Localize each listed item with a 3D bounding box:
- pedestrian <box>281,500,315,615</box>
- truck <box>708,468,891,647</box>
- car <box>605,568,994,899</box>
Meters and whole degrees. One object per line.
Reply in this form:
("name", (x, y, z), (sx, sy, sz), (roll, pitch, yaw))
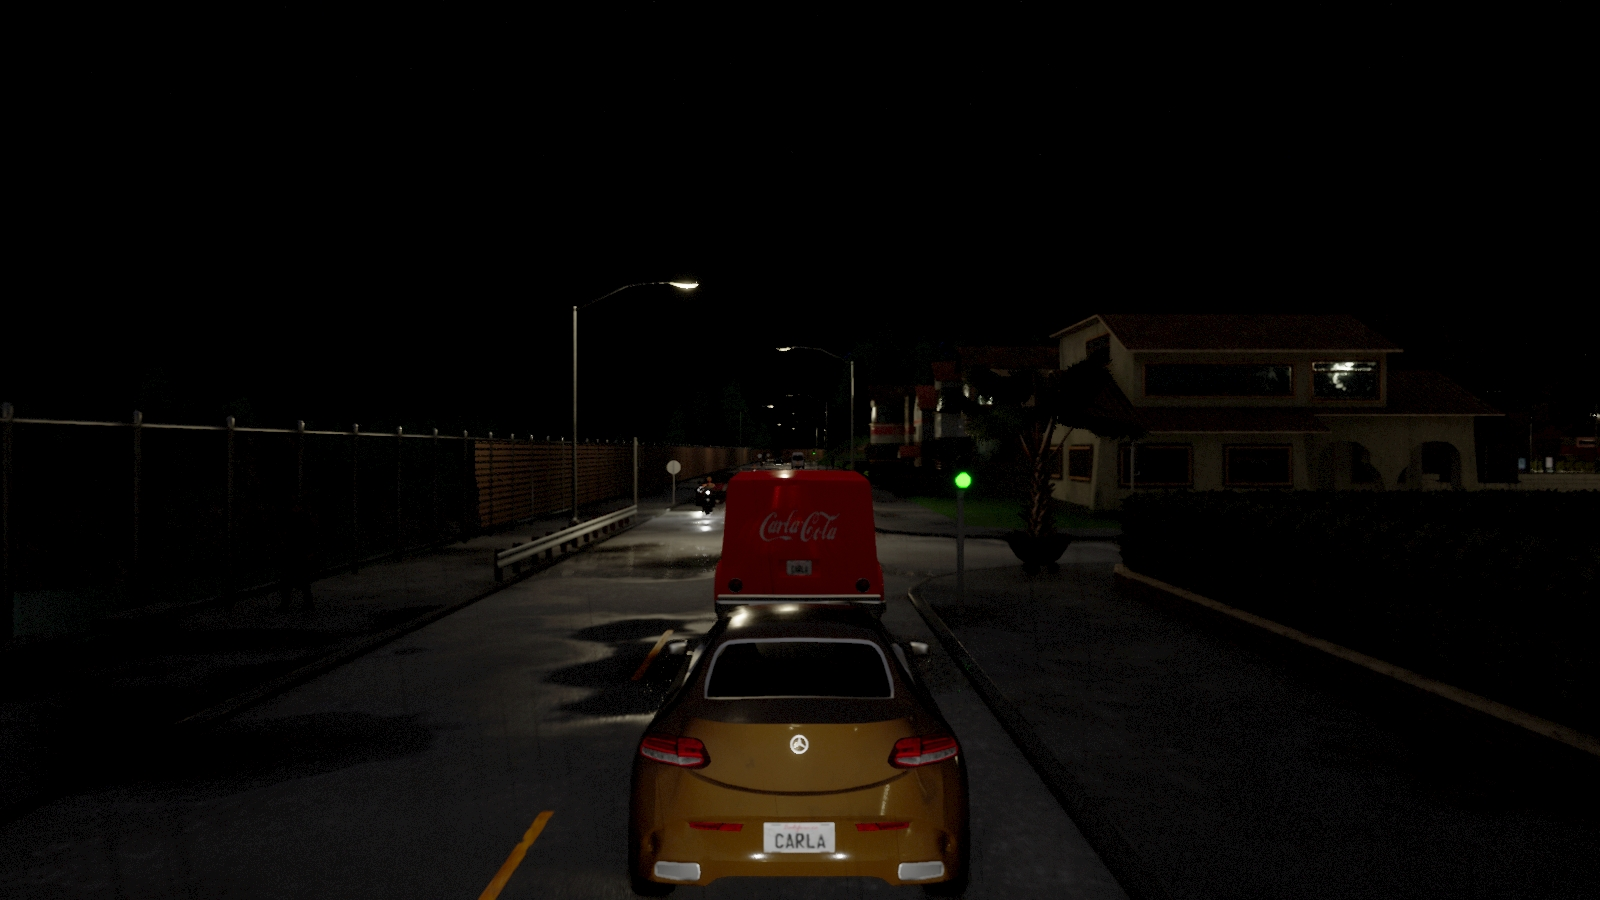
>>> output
("pedestrian", (-8.279, 1.759, 18.838), (0.375, 1.860, 0.375), (0, 0, 9))
("truck", (-0.020, 1.583, 18.929), (2.627, 2.467, 5.204), (0, 0, 0))
("car", (-0.009, 1.999, 8.824), (2.152, 1.651, 5.027), (0, 0, 0))
